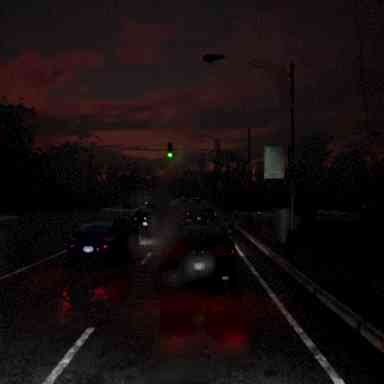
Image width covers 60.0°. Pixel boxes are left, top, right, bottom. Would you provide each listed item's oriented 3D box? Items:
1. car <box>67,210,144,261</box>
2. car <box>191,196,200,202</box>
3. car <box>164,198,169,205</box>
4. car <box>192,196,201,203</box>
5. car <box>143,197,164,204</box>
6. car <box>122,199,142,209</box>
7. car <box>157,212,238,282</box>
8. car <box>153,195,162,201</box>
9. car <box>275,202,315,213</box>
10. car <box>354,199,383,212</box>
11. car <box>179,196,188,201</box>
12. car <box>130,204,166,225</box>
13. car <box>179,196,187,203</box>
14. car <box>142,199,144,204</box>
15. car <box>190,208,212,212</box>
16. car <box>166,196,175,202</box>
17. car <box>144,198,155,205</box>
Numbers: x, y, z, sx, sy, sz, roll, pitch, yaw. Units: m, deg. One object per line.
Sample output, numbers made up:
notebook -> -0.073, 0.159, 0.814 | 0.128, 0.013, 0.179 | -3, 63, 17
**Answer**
car -> -3.246, 1.655, 12.811 | 1.812, 1.442, 4.674 | 0, 0, 1
car -> 1.071, 1.901, 94.921 | 2.128, 1.511, 4.902 | 0, 1, -4
car -> -6.073, 2.051, 63.327 | 1.812, 1.442, 4.674 | 0, 0, 1
car -> 1.294, 2.035, 84.560 | 2.033, 1.411, 5.357 | 0, 1, 0
car -> -6.263, 2.025, 54.543 | 1.994, 1.385, 4.181 | 0, 0, 1
car -> -9.788, 1.927, 53.189 | 1.882, 1.535, 5.008 | 0, 0, 1
car -> 0.220, 1.584, 10.091 | 1.882, 1.535, 5.008 | 0, -1, 1
car -> -9.210, 1.602, 88.753 | 2.033, 1.411, 5.357 | 0, 1, -1
car -> 12.684, 1.963, 41.478 | 4.718, 1.301, 1.895 | 0, 0, -2
car -> 22.878, 1.720, 41.878 | 4.553, 1.767, 2.097 | 0, 0, -3
car -> -2.425, 1.810, 94.736 | 2.128, 1.511, 4.902 | 0, 1, -7
car -> -3.057, 1.822, 24.213 | 1.895, 1.301, 4.718 | 0, 0, 1
car -> -2.208, 2.010, 84.604 | 1.812, 1.442, 4.674 | 0, 1, 0
car -> -9.571, 2.015, 63.259 | 2.128, 1.511, 4.902 | 0, 0, 1
car -> 0.615, 1.752, 22.030 | 2.033, 1.411, 5.357 | 0, 0, 4
car -> -5.716, 1.820, 88.761 | 1.994, 1.385, 4.181 | 0, 1, 0
car -> -9.371, 2.049, 73.690 | 1.837, 1.490, 4.892 | 0, 0, 1
